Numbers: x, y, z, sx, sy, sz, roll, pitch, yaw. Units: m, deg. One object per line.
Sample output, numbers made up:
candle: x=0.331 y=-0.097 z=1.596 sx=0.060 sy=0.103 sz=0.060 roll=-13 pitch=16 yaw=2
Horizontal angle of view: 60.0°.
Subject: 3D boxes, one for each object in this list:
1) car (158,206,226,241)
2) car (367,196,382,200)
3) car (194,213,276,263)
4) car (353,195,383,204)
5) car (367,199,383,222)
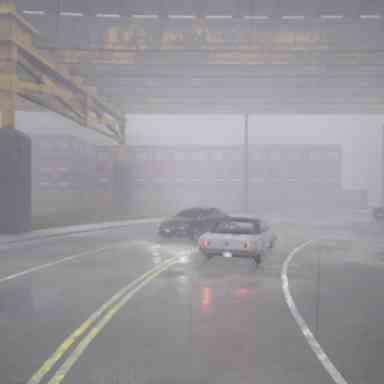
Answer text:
car: x=0.253 y=1.503 z=16.801 sx=1.837 sy=1.490 sz=4.892 roll=-1 pitch=-1 yaw=34
car: x=33.884 y=1.288 z=63.929 sx=1.853 sy=1.218 sz=4.536 roll=0 pitch=0 yaw=-34
car: x=1.866 y=1.600 z=12.115 sx=1.895 sy=1.301 sz=4.718 roll=0 pitch=0 yaw=21
car: x=33.855 y=1.446 z=63.972 sx=2.038 sy=1.542 sz=4.974 roll=0 pitch=0 yaw=-34
car: x=15.616 y=1.475 z=24.402 sx=5.008 sy=1.535 sz=1.882 roll=0 pitch=0 yaw=-22
